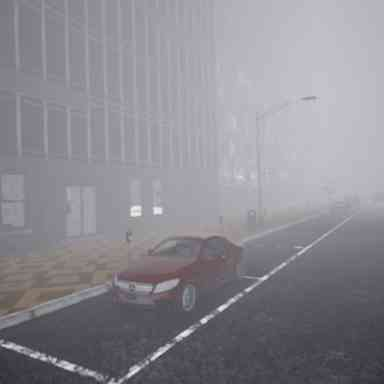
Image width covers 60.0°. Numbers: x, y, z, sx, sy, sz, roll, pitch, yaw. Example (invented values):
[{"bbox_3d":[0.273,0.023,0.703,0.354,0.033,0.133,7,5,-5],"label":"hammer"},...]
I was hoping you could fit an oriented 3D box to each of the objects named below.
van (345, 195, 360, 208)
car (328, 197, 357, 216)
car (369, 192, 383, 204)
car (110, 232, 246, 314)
[{"bbox_3d":[20.244,1.249,42.195,1.690,1.788,3.998,-2,-1,31],"label":"van"},{"bbox_3d":[14.450,1.517,32.396,2.008,1.369,4.403,-2,-1,31],"label":"car"},{"bbox_3d":[31.616,0.948,56.138,2.150,2.045,5.566,-2,-1,31],"label":"car"},{"bbox_3d":[-0.049,1.672,7.903,1.802,1.307,4.206,-2,-1,31],"label":"car"}]
